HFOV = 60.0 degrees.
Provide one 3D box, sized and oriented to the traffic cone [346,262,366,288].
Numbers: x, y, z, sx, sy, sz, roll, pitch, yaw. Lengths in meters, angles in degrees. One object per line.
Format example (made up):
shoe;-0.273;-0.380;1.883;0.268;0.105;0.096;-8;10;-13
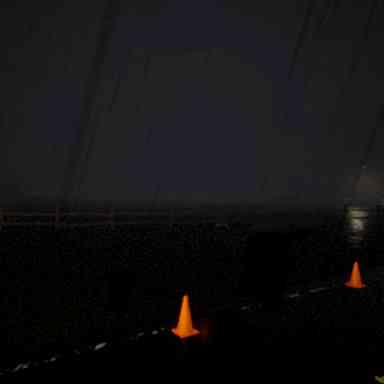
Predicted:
traffic cone;4.061;2.024;8.244;0.340;0.580;0.340;1;0;-34

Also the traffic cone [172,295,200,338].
traffic cone;-0.102;1.979;5.404;0.340;0.580;0.340;1;0;-35
